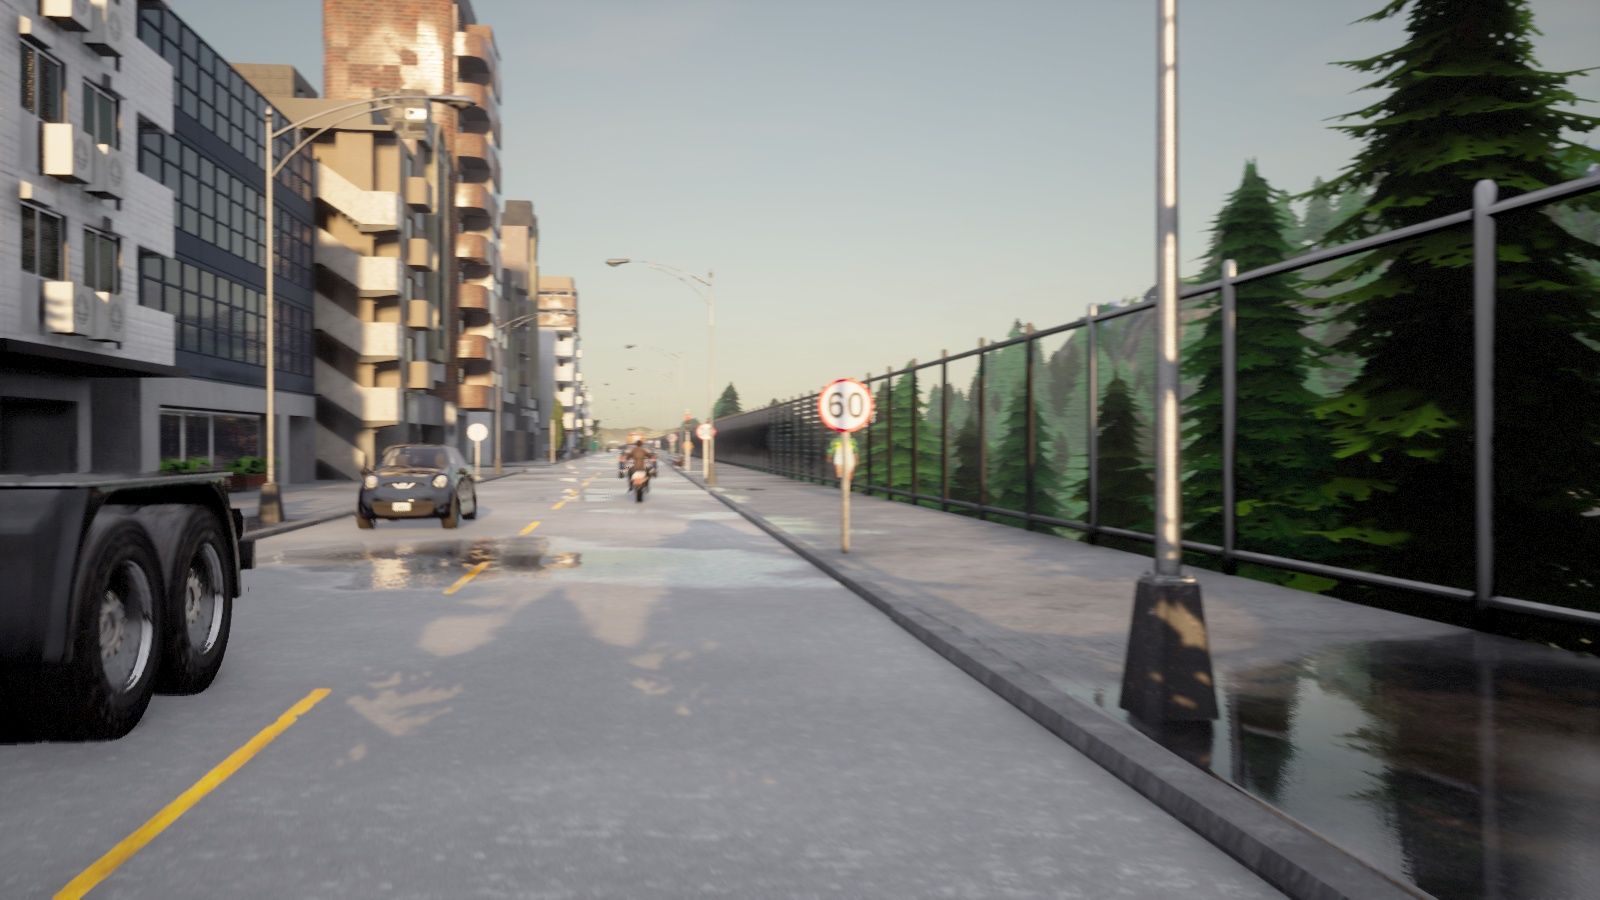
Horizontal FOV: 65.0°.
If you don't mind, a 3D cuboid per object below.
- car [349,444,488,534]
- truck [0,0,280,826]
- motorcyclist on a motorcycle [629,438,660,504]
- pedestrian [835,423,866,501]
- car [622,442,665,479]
[{"bbox_3d":[-6.852,0.647,22.906,1.845,1.501,3.633,0,0,-7],"label":"car"},{"bbox_3d":[-4.552,-0.256,4.605,2.891,3.462,7.936,0,0,-7],"label":"truck"},{"bbox_3d":[-4.056,0.530,32.729,0.766,1.649,2.350,0,0,-7],"label":"motorcyclist on a motorcycle"},{"bbox_3d":[1.282,0.290,31.854,0.659,1.952,0.873,0,0,-6],"label":"pedestrian"},{"bbox_3d":[-6.872,0.445,55.114,1.789,1.549,3.705,0,0,-7],"label":"car"}]
